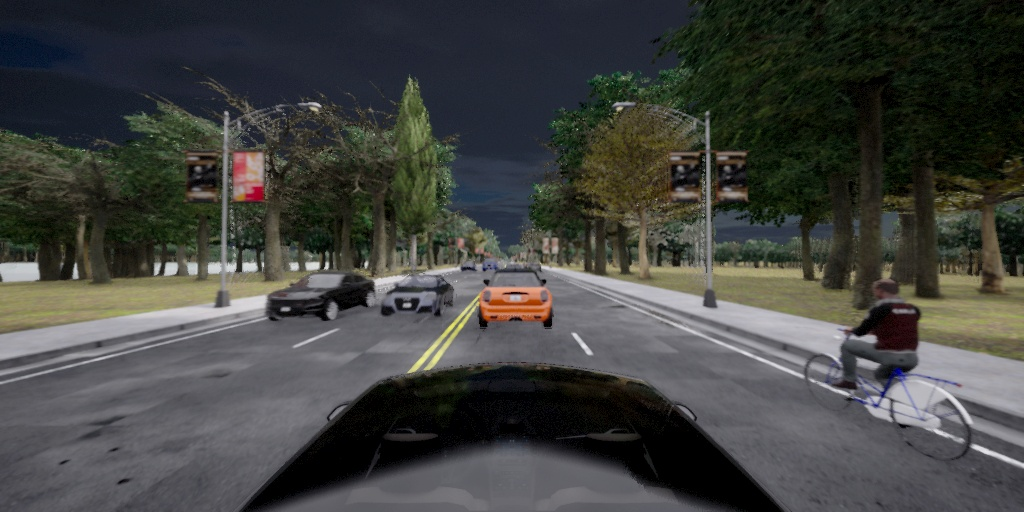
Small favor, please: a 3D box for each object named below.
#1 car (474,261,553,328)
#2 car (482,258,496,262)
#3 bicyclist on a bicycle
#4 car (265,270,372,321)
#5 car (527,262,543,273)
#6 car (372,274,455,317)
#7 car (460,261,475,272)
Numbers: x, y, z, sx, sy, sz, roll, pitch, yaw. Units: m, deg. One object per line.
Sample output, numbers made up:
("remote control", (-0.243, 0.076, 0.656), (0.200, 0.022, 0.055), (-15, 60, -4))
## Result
("car", (0.100, 1.164, 11.814), (2.097, 1.767, 4.553), (0, 0, 0))
("car", (-3.311, 1.378, 54.373), (2.150, 2.045, 5.566), (0, -1, 0))
("bicyclist on a bicycle", (4.141, 1.135, 4.165), (0.659, 1.776, 1.843), (0, 0, 0))
("car", (-6.597, 1.298, 12.946), (1.882, 1.535, 5.008), (0, 0, 0))
("car", (3.350, 1.645, 53.852), (2.128, 1.511, 4.902), (0, -1, 0))
("car", (-3.348, 1.387, 13.412), (1.994, 1.385, 4.181), (0, 0, 0))
("car", (-6.564, 1.513, 54.550), (2.097, 1.767, 4.553), (0, -1, 0))
